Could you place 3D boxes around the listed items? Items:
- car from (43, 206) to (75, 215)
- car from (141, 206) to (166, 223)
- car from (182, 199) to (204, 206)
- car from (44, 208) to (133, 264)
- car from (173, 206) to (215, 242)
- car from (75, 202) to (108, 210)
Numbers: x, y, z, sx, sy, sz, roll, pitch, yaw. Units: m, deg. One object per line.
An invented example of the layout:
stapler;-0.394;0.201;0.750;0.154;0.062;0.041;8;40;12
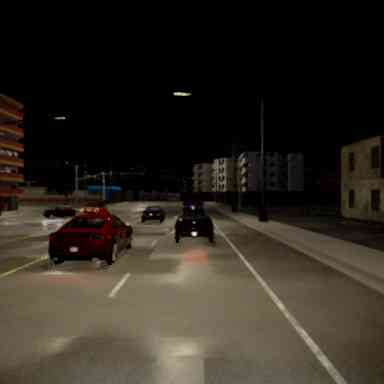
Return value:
car;-14.085;2.125;35.614;1.895;1.301;4.718;0;-1;0
car;-3.390;1.957;29.989;2.033;1.411;5.357;0;-1;0
car;0.110;1.739;35.291;2.150;2.045;5.566;0;-1;0
car;-3.396;1.536;12.049;1.882;1.535;5.008;0;-1;0
car;0.106;1.651;17.189;1.837;1.490;4.892;0;-1;0
car;-10.582;1.888;36.160;2.097;1.767;4.553;0;-1;0
